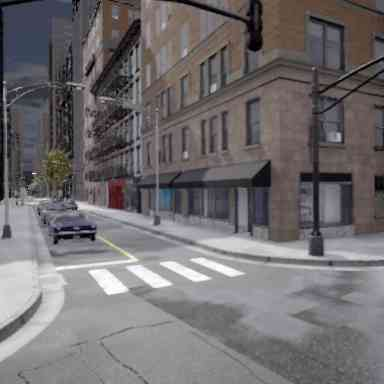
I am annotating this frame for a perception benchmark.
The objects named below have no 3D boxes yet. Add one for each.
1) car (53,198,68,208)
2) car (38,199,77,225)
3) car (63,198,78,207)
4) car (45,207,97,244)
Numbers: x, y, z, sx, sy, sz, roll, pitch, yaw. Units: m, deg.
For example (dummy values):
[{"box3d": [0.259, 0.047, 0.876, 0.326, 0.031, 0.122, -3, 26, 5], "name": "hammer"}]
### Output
[{"box3d": [-21.259, 1.706, 53.545, 1.837, 1.490, 4.892, -1, 0, -27], "name": "car"}, {"box3d": [-10.470, 1.580, 25.535, 2.128, 1.511, 4.902, -1, 0, -26], "name": "car"}, {"box3d": [-15.690, 1.701, 42.228, 1.994, 1.385, 4.181, -1, 0, -26], "name": "car"}, {"box3d": [-5.962, 1.649, 16.390, 1.895, 1.301, 4.718, -1, 0, -26], "name": "car"}]
